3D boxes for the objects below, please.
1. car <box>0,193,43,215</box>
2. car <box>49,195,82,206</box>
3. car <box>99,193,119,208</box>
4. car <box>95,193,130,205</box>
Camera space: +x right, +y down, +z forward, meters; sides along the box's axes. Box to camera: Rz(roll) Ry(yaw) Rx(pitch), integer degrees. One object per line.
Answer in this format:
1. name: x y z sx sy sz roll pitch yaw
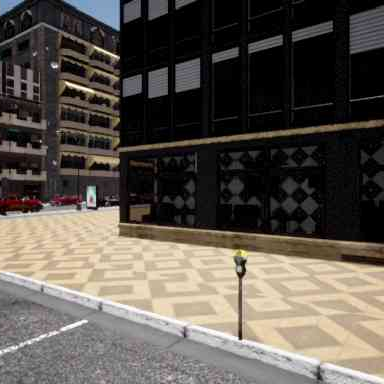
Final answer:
1. car: -15.571 1.029 28.771 2.192 1.841 5.009 1 2 35
2. car: -16.091 1.074 42.621 1.802 1.307 4.206 1 2 35
3. car: -9.197 1.072 37.857 1.947 1.339 4.313 1 2 35
4. car: -10.813 0.918 45.644 1.812 1.442 4.674 0 1 35
